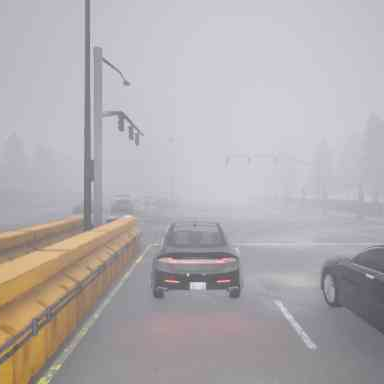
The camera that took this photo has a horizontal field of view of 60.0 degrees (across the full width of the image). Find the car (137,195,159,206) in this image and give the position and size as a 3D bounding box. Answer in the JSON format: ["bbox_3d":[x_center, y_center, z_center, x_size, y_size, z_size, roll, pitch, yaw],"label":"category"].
[{"bbox_3d":[-7.119,1.351,54.409,2.097,1.767,4.553,0,0,0],"label":"car"}]

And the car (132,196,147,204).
[{"bbox_3d":[-10.555,1.544,67.097,2.033,1.411,5.357,0,0,0],"label":"car"}]

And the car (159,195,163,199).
[{"bbox_3d":[-7.052,1.350,69.098,2.097,1.767,4.553,0,0,0],"label":"car"}]

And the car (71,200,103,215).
[{"bbox_3d":[-10.625,1.547,34.222,2.033,1.411,5.357,0,0,0],"label":"car"}]

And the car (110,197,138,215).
[{"bbox_3d":[-7.125,1.505,34.350,1.837,1.490,4.892,0,0,0],"label":"car"}]

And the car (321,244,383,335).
[{"bbox_3d":[3.597,1.505,5.049,1.837,1.490,4.892,0,0,0],"label":"car"}]

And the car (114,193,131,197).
[{"bbox_3d":[-10.627,1.217,51.129,2.150,2.045,5.566,0,0,0],"label":"car"}]

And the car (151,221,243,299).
[{"bbox_3d":[0.078,1.491,8.463,2.128,1.511,4.902,0,0,-1],"label":"car"}]
